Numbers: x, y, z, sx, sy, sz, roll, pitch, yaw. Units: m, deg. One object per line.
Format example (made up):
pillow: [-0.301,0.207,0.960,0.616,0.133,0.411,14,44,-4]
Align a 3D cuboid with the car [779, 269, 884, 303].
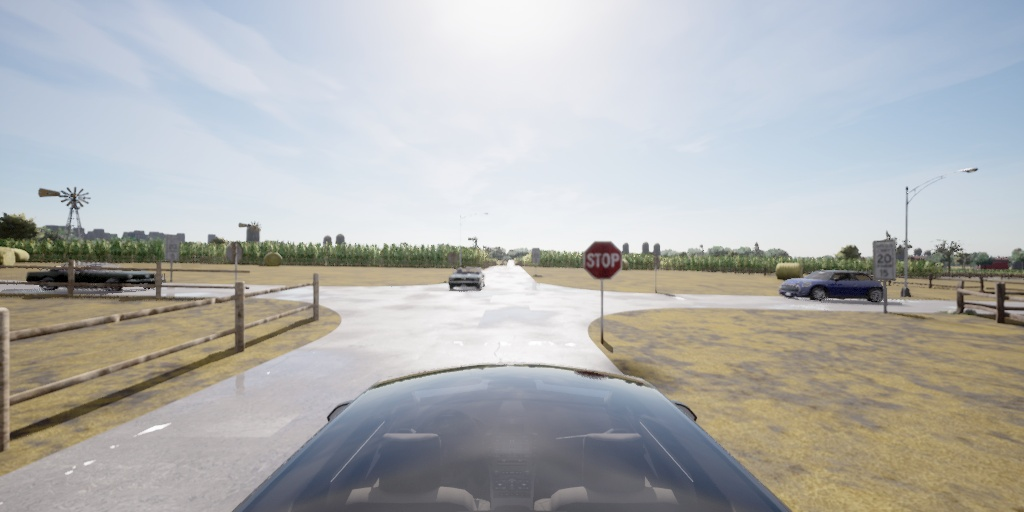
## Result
car: [17.608,1.578,19.931,4.553,1.767,2.097,1,-1,0]

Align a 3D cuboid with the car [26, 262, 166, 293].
car: [-19.406,0.979,16.933,4.718,1.301,1.895,1,-1,0]

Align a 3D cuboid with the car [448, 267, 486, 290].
car: [-2.738,1.392,22.532,1.895,1.301,4.718,0,0,0]
